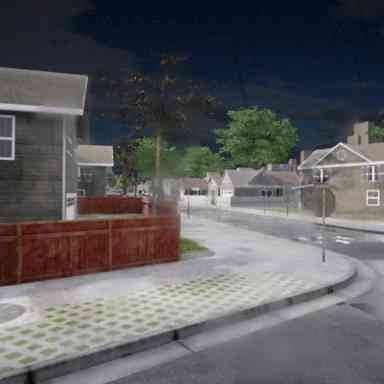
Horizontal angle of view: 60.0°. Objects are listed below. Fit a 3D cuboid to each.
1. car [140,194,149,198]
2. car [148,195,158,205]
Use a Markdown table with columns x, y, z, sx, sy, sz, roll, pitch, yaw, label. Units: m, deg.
| x | y | z | sx | sy | sz | roll | pitch | yaw | label |
| --- | --- | --- | --- | --- | --- | --- | --- | --- | --- |
| -12.275 | 1.563 | 92.257 | 2.033 | 1.411 | 5.357 | 1 | 0 | -15 | car |
| -5.821 | 1.569 | 58.164 | 2.033 | 1.411 | 5.357 | 1 | 0 | -15 | car |
